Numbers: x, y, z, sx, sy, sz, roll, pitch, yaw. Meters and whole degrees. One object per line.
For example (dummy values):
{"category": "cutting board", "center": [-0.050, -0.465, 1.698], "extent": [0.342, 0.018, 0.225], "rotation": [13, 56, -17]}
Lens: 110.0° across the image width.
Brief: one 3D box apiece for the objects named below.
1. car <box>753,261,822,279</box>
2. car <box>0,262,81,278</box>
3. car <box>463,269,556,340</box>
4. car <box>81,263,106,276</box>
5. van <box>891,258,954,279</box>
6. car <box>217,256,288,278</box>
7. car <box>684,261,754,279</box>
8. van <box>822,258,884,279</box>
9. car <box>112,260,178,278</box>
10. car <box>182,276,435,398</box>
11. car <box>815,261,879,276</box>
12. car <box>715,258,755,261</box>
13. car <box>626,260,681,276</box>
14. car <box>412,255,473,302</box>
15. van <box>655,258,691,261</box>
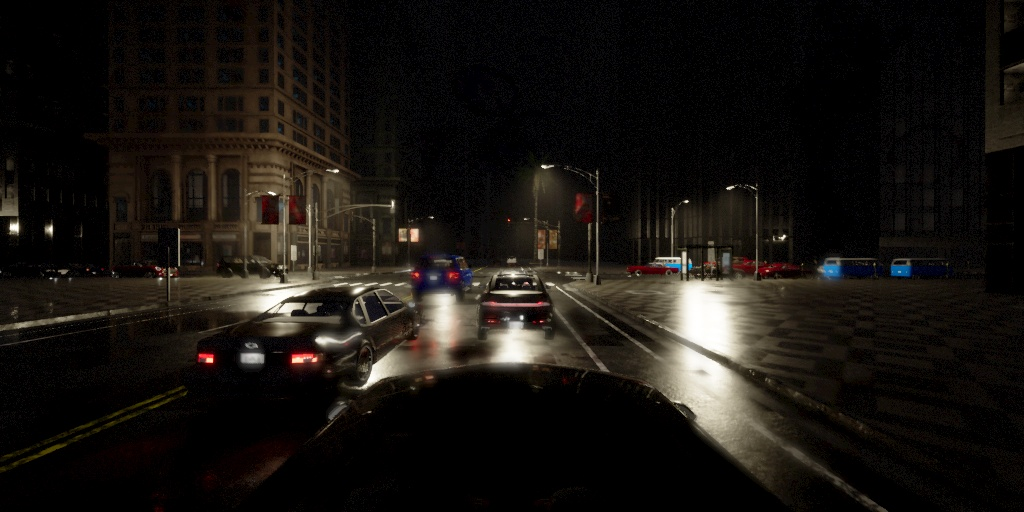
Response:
{"category": "car", "center": [22.732, 1.326, 29.814], "extent": [4.207, 1.307, 1.802], "rotation": [0, 0, 0]}
{"category": "car", "center": [-43.163, 1.289, 32.581], "extent": [4.902, 1.511, 2.128], "rotation": [0, 0, 0]}
{"category": "car", "center": [0.087, 1.240, 9.949], "extent": [2.128, 1.511, 4.902], "rotation": [0, 0, 0]}
{"category": "car", "center": [-43.863, 1.390, 35.774], "extent": [4.718, 1.301, 1.895], "rotation": [0, 0, 0]}
{"category": "van", "center": [34.087, 1.079, 29.825], "extent": [3.998, 1.789, 1.690], "rotation": [0, 0, 0]}
{"category": "car", "center": [-23.461, 0.996, 32.485], "extent": [5.566, 2.045, 2.150], "rotation": [0, 0, 0]}
{"category": "car", "center": [17.054, 1.299, 29.809], "extent": [4.403, 1.370, 2.007], "rotation": [0, 0, 0]}
{"category": "van", "center": [28.410, 1.082, 29.819], "extent": [3.998, 1.789, 1.690], "rotation": [0, 0, 0]}
{"category": "car", "center": [-33.180, 1.138, 32.533], "extent": [4.553, 1.767, 2.097], "rotation": [0, 0, 0]}
{"category": "car", "center": [-3.150, 1.297, 6.879], "extent": [2.033, 1.411, 5.357], "rotation": [0, 0, 0]}
{"category": "car", "center": [33.260, 1.248, 35.678], "extent": [4.674, 1.442, 1.812], "rotation": [0, 0, 1]}
{"category": "car", "center": [23.317, 1.205, 35.674], "extent": [5.008, 1.535, 1.882], "rotation": [0, 0, 0]}
{"category": "car", "center": [13.875, 1.335, 35.667], "extent": [4.718, 1.301, 1.895], "rotation": [0, 0, 2]}
{"category": "car", "center": [-3.160, 0.972, 17.120], "extent": [2.150, 2.045, 5.566], "rotation": [0, 0, 0]}
{"category": "van", "center": [17.045, 1.065, 38.334], "extent": [3.998, 1.789, 1.690], "rotation": [0, 0, 0]}
